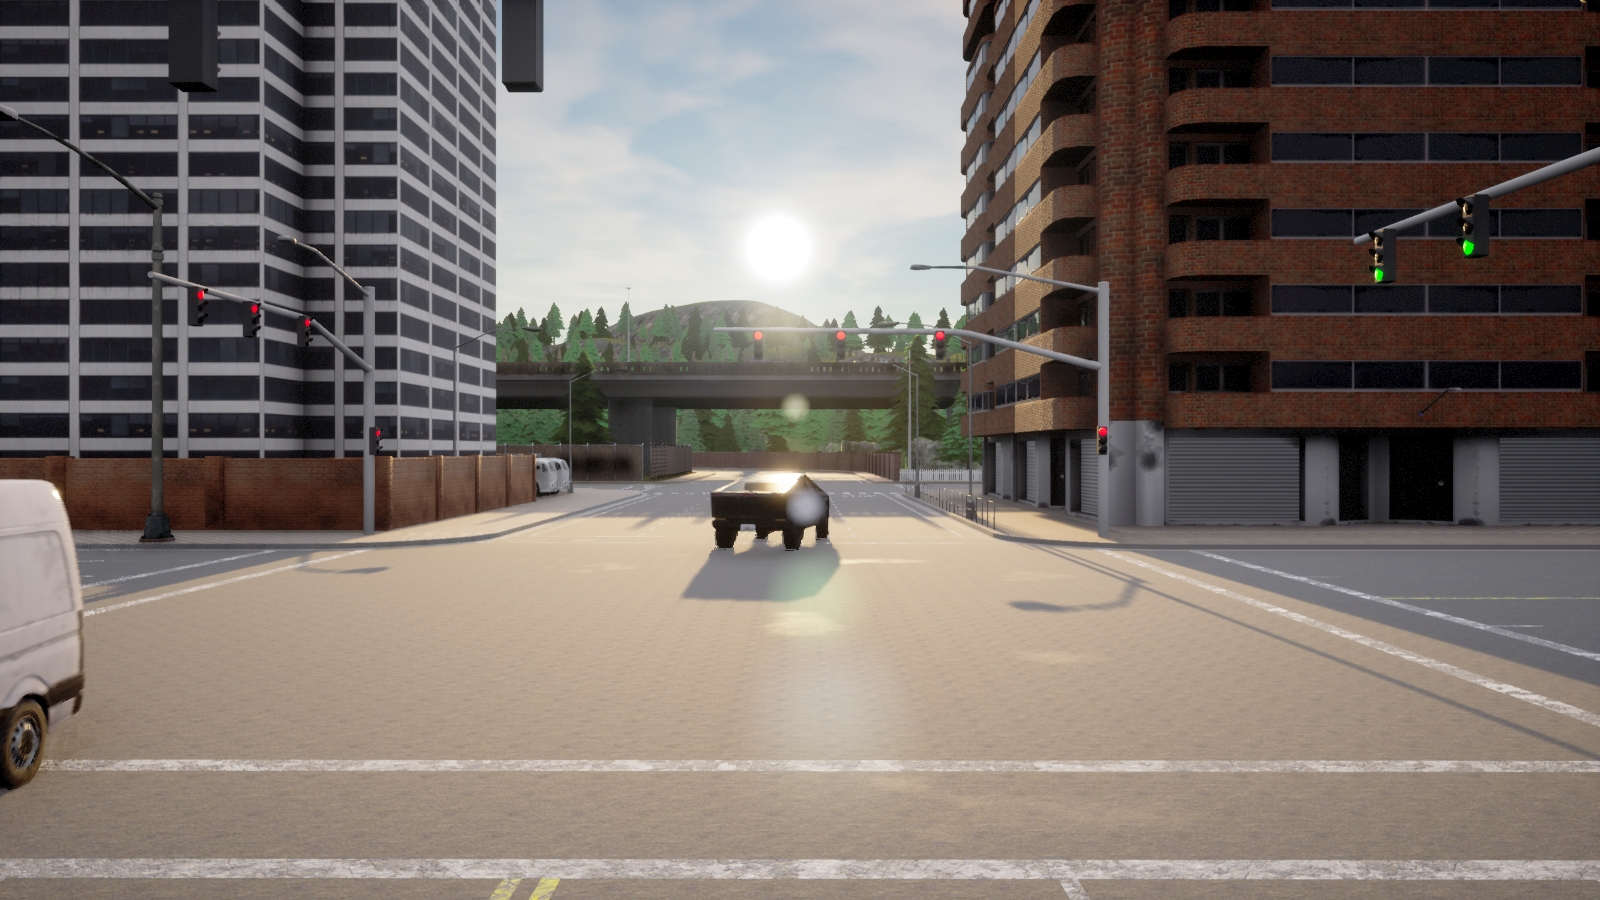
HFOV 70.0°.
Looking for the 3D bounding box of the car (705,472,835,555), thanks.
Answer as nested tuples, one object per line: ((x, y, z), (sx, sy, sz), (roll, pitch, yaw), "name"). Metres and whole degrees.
((-0.729, 1.752, 33.898), (2.390, 2.098, 6.274), (0, 0, 13), "car")

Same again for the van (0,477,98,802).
((-7.202, 1.534, 7.717), (1.988, 2.561, 5.915), (0, 0, -8), "van")
